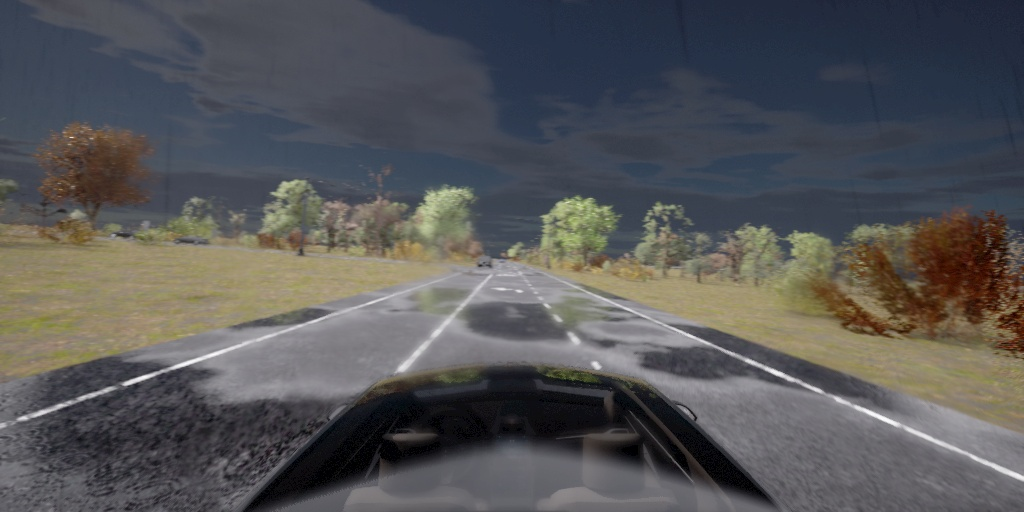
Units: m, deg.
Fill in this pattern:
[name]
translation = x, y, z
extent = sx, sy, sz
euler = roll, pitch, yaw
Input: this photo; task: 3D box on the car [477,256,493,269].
[car]
translation = -4.243, 0.979, 56.435
extent = 2.150, 2.045, 5.566
euler = 4, -1, -1
